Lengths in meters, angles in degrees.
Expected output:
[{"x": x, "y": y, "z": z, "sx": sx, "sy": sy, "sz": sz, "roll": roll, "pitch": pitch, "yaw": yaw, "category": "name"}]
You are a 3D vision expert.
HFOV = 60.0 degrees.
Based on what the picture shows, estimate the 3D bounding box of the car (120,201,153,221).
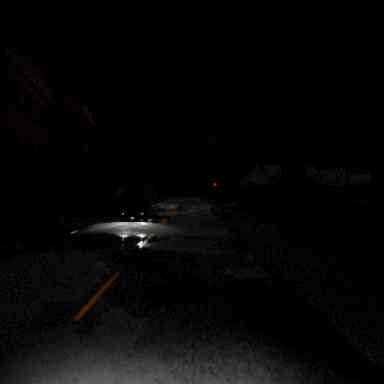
[{"x": -4.075, "y": 1.375, "z": 25.440, "sx": 2.033, "sy": 1.411, "sz": 5.357, "roll": 0, "pitch": 0, "yaw": 0, "category": "car"}]
